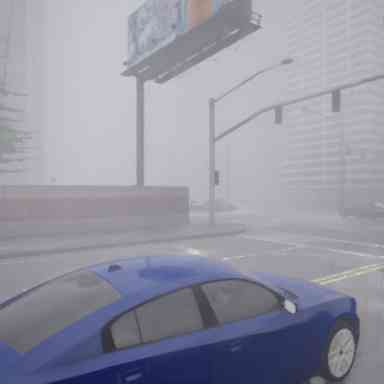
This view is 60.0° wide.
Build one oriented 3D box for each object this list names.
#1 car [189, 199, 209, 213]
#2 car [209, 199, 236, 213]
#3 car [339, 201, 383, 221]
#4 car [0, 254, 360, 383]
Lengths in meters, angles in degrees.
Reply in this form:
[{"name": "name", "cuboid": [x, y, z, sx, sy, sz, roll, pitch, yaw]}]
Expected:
[{"name": "car", "cuboid": [-0.635, 1.451, 36.606, 1.882, 1.535, 5.008, 0, 0, -35]}, {"name": "car", "cuboid": [2.976, 1.495, 37.561, 1.812, 1.442, 4.674, 0, 0, -35]}, {"name": "car", "cuboid": [14.143, 1.492, 26.988, 1.812, 1.442, 4.674, 1, 0, -17]}, {"name": "car", "cuboid": [-0.079, 1.475, 3.742, 5.008, 1.535, 1.882, 0, 0, -35]}]
